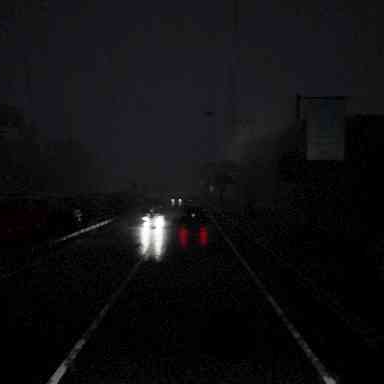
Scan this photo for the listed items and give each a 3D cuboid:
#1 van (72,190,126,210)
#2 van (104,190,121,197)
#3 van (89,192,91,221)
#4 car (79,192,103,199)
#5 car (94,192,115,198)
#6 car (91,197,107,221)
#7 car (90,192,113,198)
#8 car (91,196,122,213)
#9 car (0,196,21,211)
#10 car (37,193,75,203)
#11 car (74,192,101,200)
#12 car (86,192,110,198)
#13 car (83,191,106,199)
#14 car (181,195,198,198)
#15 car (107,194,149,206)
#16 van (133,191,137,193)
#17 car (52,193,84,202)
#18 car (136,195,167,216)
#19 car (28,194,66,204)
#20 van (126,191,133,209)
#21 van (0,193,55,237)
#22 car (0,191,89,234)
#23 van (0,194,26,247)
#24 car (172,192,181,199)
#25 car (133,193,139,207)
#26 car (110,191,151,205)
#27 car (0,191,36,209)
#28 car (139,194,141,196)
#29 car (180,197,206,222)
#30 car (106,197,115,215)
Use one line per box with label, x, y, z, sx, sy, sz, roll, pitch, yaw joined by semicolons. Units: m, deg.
van;-9.094;1.061;32.215;4.442;1.987;1.878;0;1;0
van;-22.050;0.328;92.546;4.442;1.987;1.878;0;1;0
van;-9.074;1.153;20.994;4.442;1.987;1.878;0;0;0
car;-22.130;0.825;73.124;4.674;1.452;2.002;0;1;0
car;-22.181;0.681;84.224;4.792;1.488;2.163;0;1;0
car;-8.969;1.361;23.804;4.892;1.521;2.231;0;0;0
car;-22.141;0.685;81.449;4.892;1.521;2.231;0;1;0
car;-9.002;1.346;29.415;4.792;1.488;2.163;0;1;0
car;-22.060;1.234;37.044;4.892;1.521;2.231;0;1;0
car;-21.911;1.022;53.695;5.366;1.575;1.946;0;1;0
car;-22.122;0.818;70.348;5.008;1.535;2.097;0;1;0
car;-22.148;0.717;78.674;5.008;1.535;2.097;0;1;0
car;-22.169;0.625;75.897;4.553;1.767;2.185;0;1;0
car;0.080;1.168;41.975;2.128;1.511;4.902;0;1;0
car;-8.818;1.115;46.235;5.366;1.575;1.946;0;1;0
van;-9.110;0.962;40.626;4.442;1.987;1.878;0;1;0
car;-22.078;0.986;59.247;4.792;1.488;2.163;0;1;0
car;-3.361;1.284;30.224;2.128;1.511;4.902;0;1;0
car;-22.121;1.090;50.920;4.792;1.488;2.163;0;1;0
van;-8.866;1.031;35.016;4.442;1.987;1.878;0;1;0
van;-9.064;1.180;15.390;4.442;1.987;1.878;0;0;0
car;-8.924;1.141;18.194;5.566;2.045;2.435;0;0;0
van;-9.059;1.192;12.586;4.442;1.987;1.878;0;0;0
car;-3.283;0.814;71.551;1.812;1.442;4.674;0;1;0
car;-8.983;1.222;37.826;5.008;1.535;2.097;0;1;0
car;-8.980;0.831;49.035;5.566;2.045;2.435;0;1;0
car;-22.043;0.947;39.815;5.566;2.045;2.435;0;1;0
car;-9.001;1.193;43.432;4.674;1.452;2.002;0;1;0
car;0.093;1.364;24.810;1.812;1.442;4.674;0;1;0
car;-8.965;1.380;26.607;4.674;1.452;2.002;0;0;0
